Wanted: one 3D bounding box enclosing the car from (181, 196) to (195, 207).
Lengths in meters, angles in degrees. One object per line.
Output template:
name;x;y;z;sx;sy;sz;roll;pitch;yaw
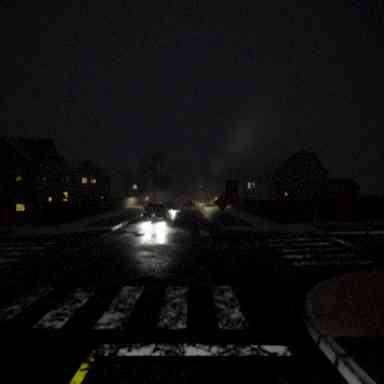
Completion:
car;-0.482;1.804;56.620;1.895;1.301;4.718;0;0;0

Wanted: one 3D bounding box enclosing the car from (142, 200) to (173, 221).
car;-2.993;1.540;27.926;2.128;1.511;4.902;0;0;-1

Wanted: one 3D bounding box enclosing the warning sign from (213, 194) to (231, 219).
warning sign;2.421;1.159;26.822;1.300;1.860;1.060;2;2;-1

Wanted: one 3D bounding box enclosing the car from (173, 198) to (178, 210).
car;-3.224;1.726;45.438;1.895;1.301;4.718;0;0;-1

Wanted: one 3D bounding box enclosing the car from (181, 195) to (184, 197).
car;-0.689;1.851;66.444;1.994;1.385;4.181;0;-1;-2
